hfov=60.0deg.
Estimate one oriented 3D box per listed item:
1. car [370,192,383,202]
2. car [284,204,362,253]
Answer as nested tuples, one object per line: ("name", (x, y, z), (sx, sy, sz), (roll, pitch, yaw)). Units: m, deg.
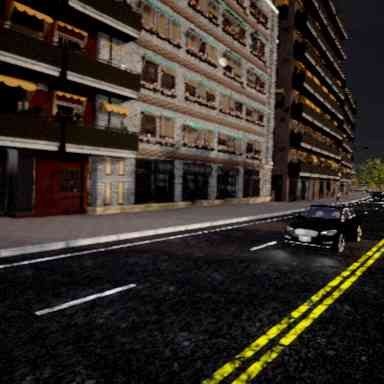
("car", (30.191, 0.816, 54.077), (1.837, 1.490, 4.892), (4, 2, 33))
("car", (5.143, 1.242, 12.728), (2.128, 1.511, 4.902), (4, 2, 37))
